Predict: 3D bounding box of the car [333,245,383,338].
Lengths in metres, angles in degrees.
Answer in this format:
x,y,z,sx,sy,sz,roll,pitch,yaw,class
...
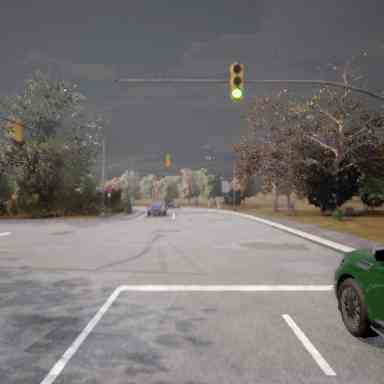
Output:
x,y,z,sx,sy,sz,roll,pitch,yaw,class
3.600,1.267,3.593,2.150,2.045,5.566,0,0,0,car

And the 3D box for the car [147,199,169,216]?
x,y,z,sx,sy,sz,roll,pitch,yaw,class
-4.058,1.866,38.877,2.097,1.767,4.553,0,-1,-3,car

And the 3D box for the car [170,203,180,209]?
x,y,z,sx,sy,sz,roll,pitch,yaw,class
-4.415,3.243,78.572,2.128,1.511,4.902,0,-2,-22,car
